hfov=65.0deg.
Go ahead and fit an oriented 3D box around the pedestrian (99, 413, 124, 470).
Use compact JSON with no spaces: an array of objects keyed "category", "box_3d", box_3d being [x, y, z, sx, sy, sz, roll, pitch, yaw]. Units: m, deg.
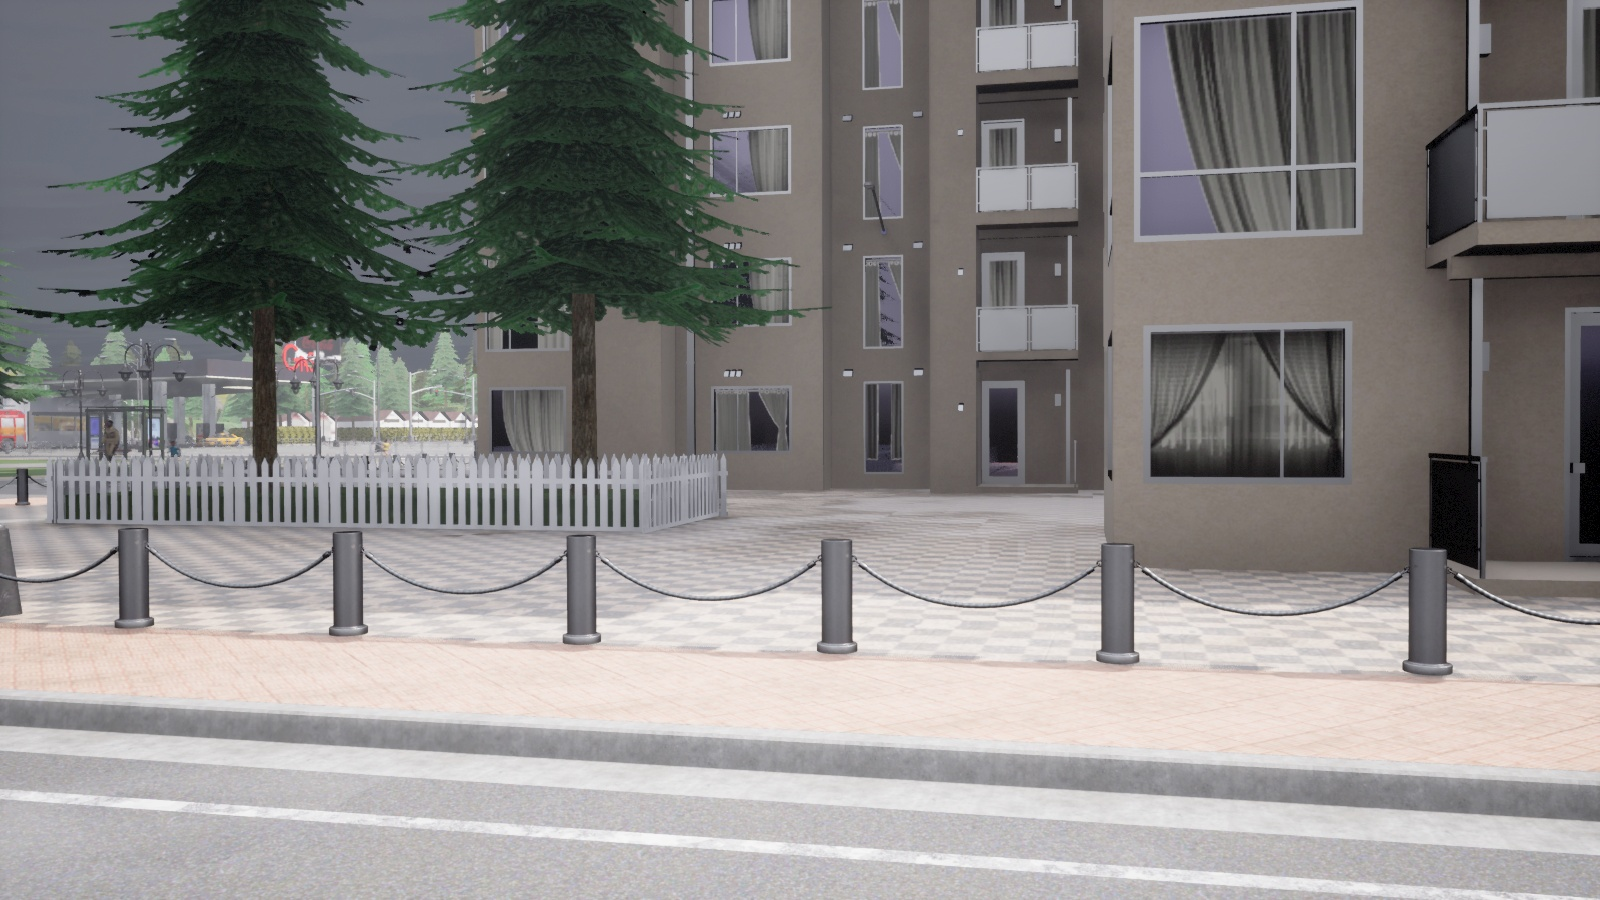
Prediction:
[{"category":"pedestrian","box_3d":[-23.437,-0.300,42.733,0.396,1.930,0.692,0,1,11]}]
